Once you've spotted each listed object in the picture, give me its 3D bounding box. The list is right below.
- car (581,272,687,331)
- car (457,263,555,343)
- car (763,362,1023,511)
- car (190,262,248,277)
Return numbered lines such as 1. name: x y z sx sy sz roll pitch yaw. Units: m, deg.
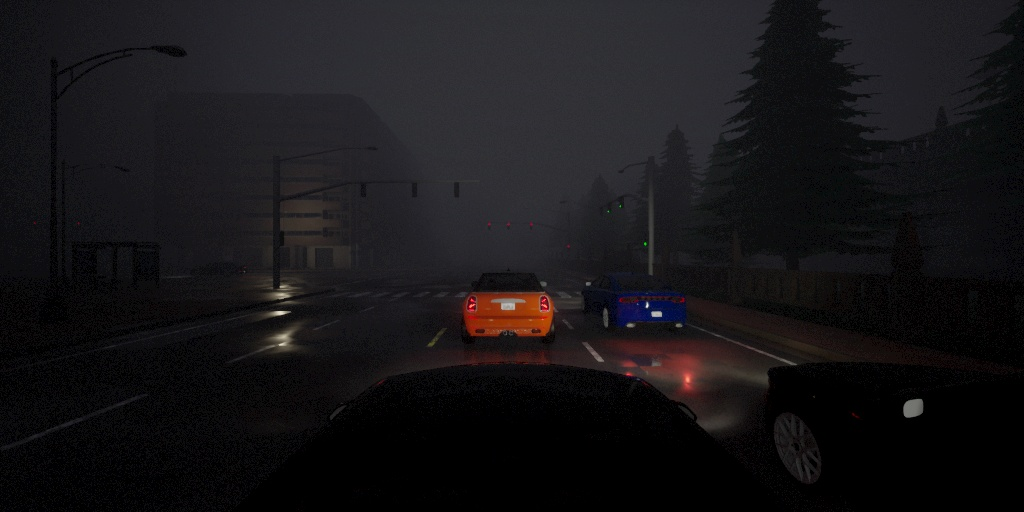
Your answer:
1. car: 3.419 1.228 10.969 1.882 1.535 5.008 0 0 0
2. car: -0.081 1.102 9.825 2.097 1.767 4.553 0 0 0
3. car: 3.288 1.228 1.443 1.882 1.535 5.008 0 0 3
4. car: -29.068 1.310 35.630 4.892 1.490 1.837 0 0 -1
